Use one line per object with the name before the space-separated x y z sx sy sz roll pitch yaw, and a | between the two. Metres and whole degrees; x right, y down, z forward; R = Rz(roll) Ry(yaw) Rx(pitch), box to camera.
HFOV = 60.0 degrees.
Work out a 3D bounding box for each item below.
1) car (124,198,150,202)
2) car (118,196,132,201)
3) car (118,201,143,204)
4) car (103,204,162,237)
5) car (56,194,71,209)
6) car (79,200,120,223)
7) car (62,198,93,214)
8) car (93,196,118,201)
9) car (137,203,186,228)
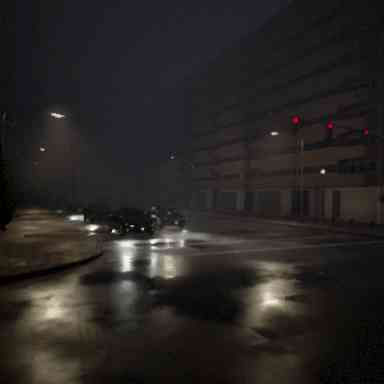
car | -8.976 2.166 53.731 2.033 1.411 5.357 2 -1 -26
car | -13.621 1.887 62.812 2.150 2.045 5.566 2 -1 -27
car | -6.145 1.909 32.351 1.994 1.385 4.181 2 -1 -26
car | -3.662 1.704 19.660 1.837 1.490 4.892 2 -1 -27
car | -20.416 1.406 53.007 2.150 2.045 5.566 2 -1 -27
car | -7.894 1.720 28.038 1.882 1.535 5.008 2 -1 -27
car | -13.538 1.793 39.192 2.128 1.511 4.902 2 -1 -27
car | -11.807 1.623 43.555 2.150 2.045 5.566 2 -1 -27
car | -2.134 1.795 24.407 2.128 1.511 4.902 2 -1 -27
